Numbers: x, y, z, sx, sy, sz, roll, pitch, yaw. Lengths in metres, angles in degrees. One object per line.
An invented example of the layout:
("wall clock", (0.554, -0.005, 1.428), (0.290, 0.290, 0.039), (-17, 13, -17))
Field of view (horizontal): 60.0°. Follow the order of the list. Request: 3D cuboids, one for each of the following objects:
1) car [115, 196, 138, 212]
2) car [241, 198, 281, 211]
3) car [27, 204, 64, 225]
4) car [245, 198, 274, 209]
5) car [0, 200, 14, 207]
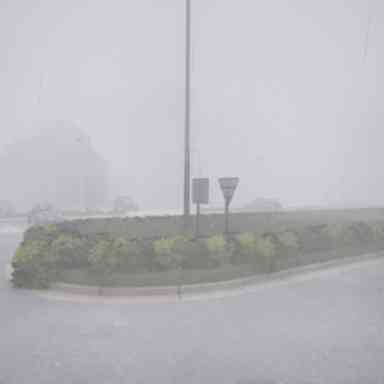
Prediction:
("car", (-8.344, 1.475, 41.697), (1.905, 1.878, 3.866), (1, 0, -36))
("car", (7.677, 1.570, 36.918), (1.932, 1.855, 4.605), (1, 0, -36))
("car", (-10.442, 1.568, 23.610), (1.784, 1.438, 3.905), (1, 0, -36))
("car", (11.277, 1.871, 55.868), (2.242, 1.667, 4.611), (1, 0, -36))
("car", (-18.942, 1.540, 33.341), (1.816, 1.474, 4.193), (1, 0, -36))
